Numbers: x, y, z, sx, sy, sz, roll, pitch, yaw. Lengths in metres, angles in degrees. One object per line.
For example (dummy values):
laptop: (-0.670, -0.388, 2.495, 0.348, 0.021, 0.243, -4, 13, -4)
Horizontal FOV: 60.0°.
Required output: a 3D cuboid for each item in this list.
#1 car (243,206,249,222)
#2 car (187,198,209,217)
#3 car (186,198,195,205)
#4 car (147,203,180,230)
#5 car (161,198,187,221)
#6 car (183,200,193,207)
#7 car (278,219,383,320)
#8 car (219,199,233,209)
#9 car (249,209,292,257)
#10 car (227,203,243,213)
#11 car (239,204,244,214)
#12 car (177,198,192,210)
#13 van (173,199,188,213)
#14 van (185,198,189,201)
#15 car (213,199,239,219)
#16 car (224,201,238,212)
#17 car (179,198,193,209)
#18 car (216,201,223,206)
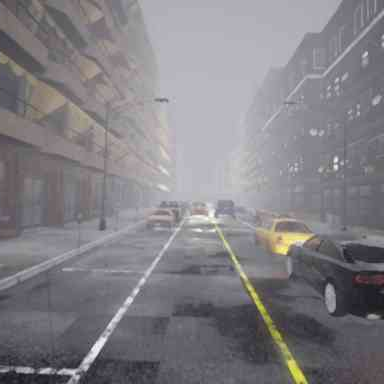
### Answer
car: (5.937, 2.098, 28.818, 2.008, 1.369, 4.403, 3, -1, 1)
car: (0.840, 1.879, 38.212, 2.097, 1.767, 4.553, 2, -1, 1)
car: (-0.429, 2.605, 89.889, 2.192, 1.841, 5.009, 3, -1, 1)
car: (-2.075, 1.767, 23.380, 1.752, 1.417, 4.829, 3, -1, 1)
car: (-1.922, 1.637, 29.082, 2.192, 1.841, 5.009, 3, -1, 1)
car: (-0.849, 2.571, 73.303, 1.947, 1.339, 4.313, 3, -1, 1)
car: (3.664, 1.684, 7.886, 1.882, 1.535, 5.008, 2, -1, 1)
car: (6.867, 2.455, 67.522, 2.192, 1.841, 5.009, 3, -1, 1)
car: (3.818, 1.745, 14.078, 1.801, 1.575, 5.366, 2, -1, 1)
car: (6.482, 2.422, 50.931, 1.887, 1.381, 4.507, 3, -1, 1)
car: (6.346, 2.337, 45.404, 1.887, 1.381, 4.507, 3, -1, 1)
car: (-1.243, 2.053, 56.722, 2.192, 1.841, 5.009, 3, -1, 1)
van: (-1.516, 1.907, 45.665, 1.690, 1.788, 3.998, 3, -1, 1)
van: (-1.652, 1.823, 40.135, 1.690, 1.788, 3.998, 3, -1, 1)
car: (3.605, 1.817, 37.168, 2.150, 2.045, 5.566, 2, 0, 2)
car: (6.631, 2.405, 56.462, 1.967, 1.590, 4.097, 3, -1, 1)
car: (-1.107, 2.141, 62.249, 2.192, 1.841, 5.009, 3, -1, 1)
car: (7.396, 3.097, 89.634, 1.802, 1.307, 4.206, 3, -1, 1)
